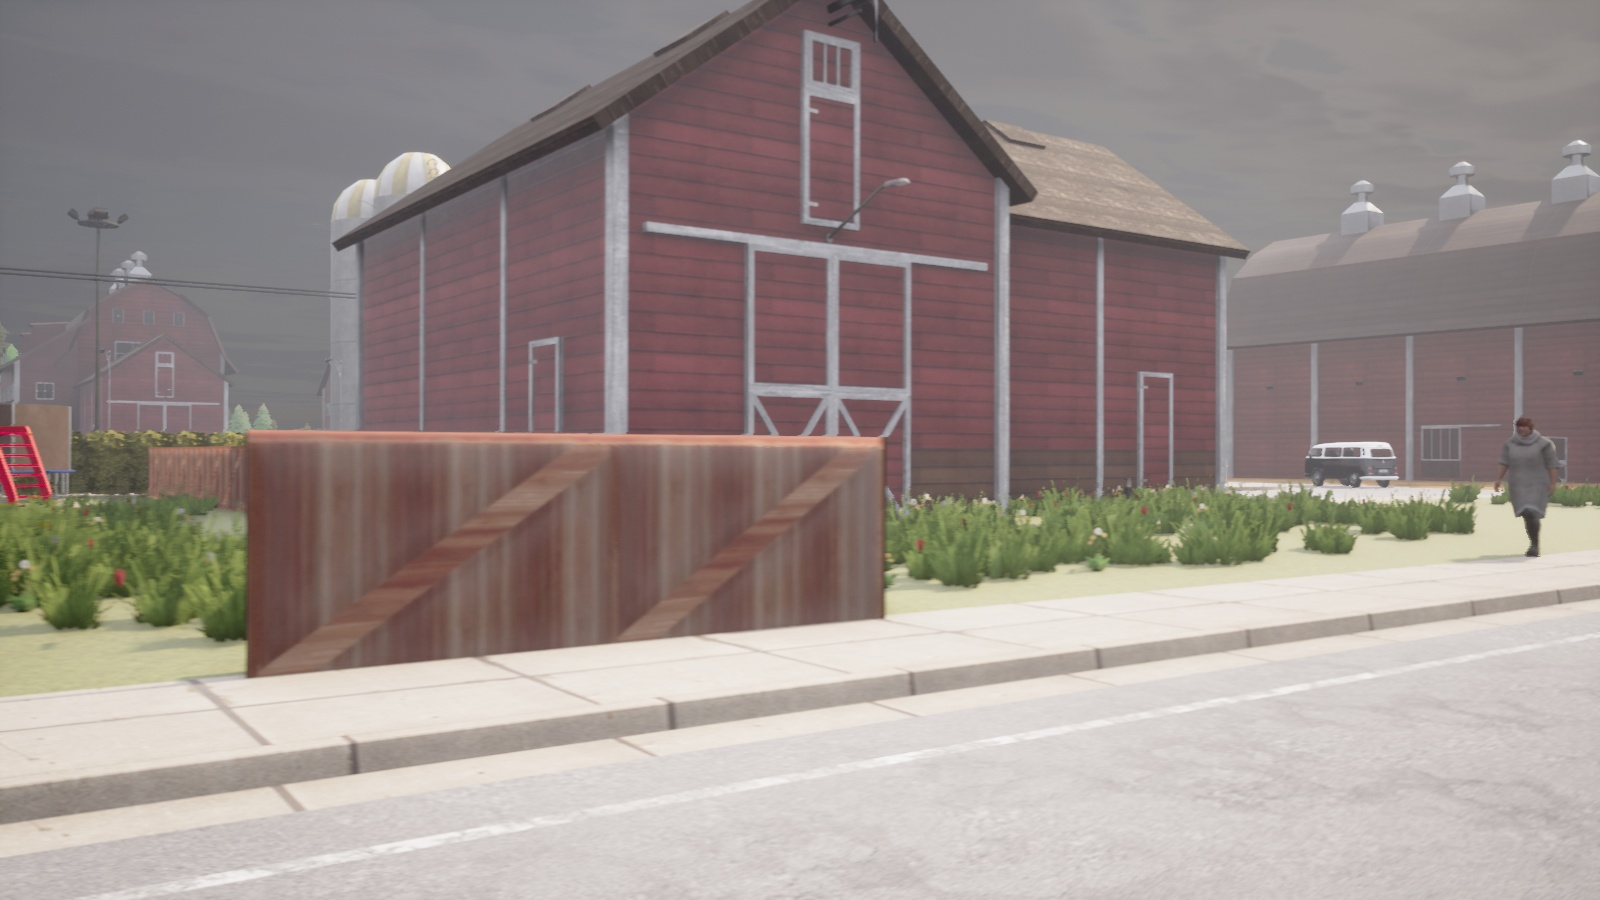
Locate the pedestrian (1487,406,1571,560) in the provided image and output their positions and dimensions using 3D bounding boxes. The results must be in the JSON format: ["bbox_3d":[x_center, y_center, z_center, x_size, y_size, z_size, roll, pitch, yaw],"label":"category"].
[{"bbox_3d":[9.516,0.420,16.397,0.873,1.952,0.659,0,0,-37],"label":"pedestrian"}]

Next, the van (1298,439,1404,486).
[{"bbox_3d":[24.973,0.550,57.119,2.069,2.038,4.480,0,0,-16],"label":"van"}]
